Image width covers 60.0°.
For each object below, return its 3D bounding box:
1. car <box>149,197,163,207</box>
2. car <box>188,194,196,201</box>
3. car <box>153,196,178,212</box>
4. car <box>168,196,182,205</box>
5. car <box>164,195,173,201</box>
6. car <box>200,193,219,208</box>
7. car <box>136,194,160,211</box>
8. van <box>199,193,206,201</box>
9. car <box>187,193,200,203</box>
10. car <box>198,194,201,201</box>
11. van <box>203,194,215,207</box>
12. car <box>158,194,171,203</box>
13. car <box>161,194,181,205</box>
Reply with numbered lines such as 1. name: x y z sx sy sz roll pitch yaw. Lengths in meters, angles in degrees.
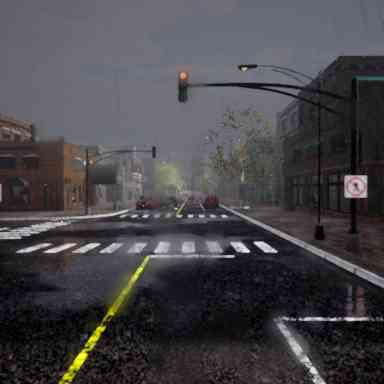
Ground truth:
1. car: -5.680 1.553 52.533 1.802 1.307 4.206 -1 0 0
2. car: 0.018 1.330 77.847 1.882 1.535 5.008 0 0 0
3. car: -3.085 1.543 38.896 1.994 1.385 4.181 0 0 0
4. car: -2.989 1.459 58.827 2.128 1.511 4.902 0 0 0
5. car: -5.674 1.499 80.252 1.887 1.381 4.507 -1 0 0
6. car: 2.697 1.289 46.987 2.192 1.841 5.009 -1 0 0
7. car: -5.684 1.292 41.444 2.192 1.841 5.009 -1 0 0
8. van: 2.706 1.291 85.795 1.690 1.788 3.998 -1 0 0
9. car: 0.015 1.454 67.431 2.128 1.511 4.902 0 0 0
10. car: 2.703 1.515 63.619 2.008 1.369 4.403 -1 0 0
11. van: 2.699 1.312 52.531 1.690 1.788 3.998 -1 0 0
12. car: -5.678 1.276 69.164 2.192 1.841 5.009 -1 0 0
13. car: -3.056 1.451 48.697 1.882 1.535 5.008 0 0 0
